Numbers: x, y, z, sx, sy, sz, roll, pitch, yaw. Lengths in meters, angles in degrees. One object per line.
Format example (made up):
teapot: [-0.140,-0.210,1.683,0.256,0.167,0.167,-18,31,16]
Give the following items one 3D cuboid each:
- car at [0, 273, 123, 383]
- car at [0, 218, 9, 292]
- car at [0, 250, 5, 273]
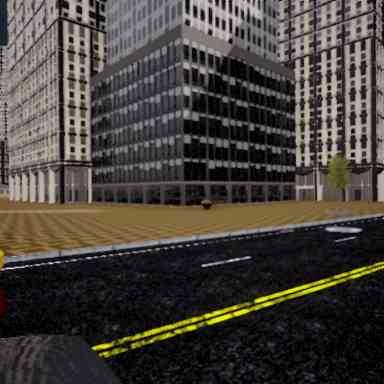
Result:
car: [-2.843,1.564,1.425,5.357,1.411,2.033,-1,0,-36]
car: [-6.759,1.497,6.889,5.008,1.535,1.882,-1,0,-36]
car: [-5.072,1.621,4.087,4.718,1.301,1.895,-1,0,-36]
